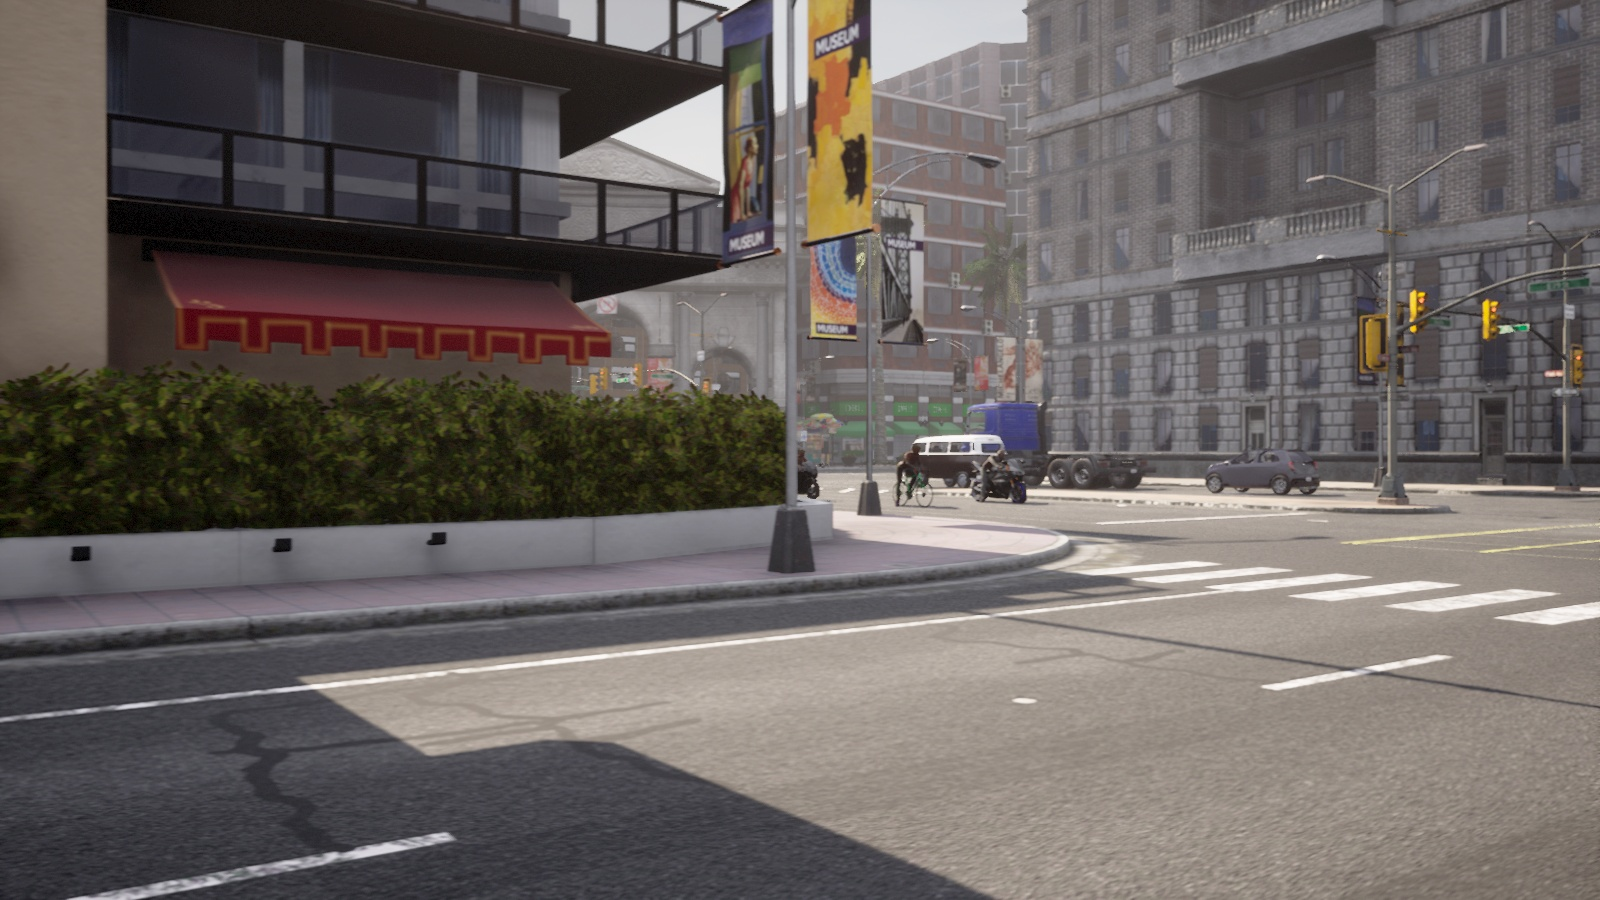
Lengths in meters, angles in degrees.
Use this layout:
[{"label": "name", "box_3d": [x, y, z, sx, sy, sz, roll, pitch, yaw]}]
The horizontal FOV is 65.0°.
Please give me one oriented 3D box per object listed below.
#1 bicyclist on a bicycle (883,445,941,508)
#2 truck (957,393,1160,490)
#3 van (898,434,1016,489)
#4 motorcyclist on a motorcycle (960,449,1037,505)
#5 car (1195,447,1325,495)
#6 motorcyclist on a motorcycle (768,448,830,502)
[{"label": "bicyclist on a bicycle", "box_3d": [2.901, 0.671, 32.754, 0.582, 1.620, 1.656, 0, 0, -35]}, {"label": "truck", "box_3d": [9.894, -0.310, 49.047, 2.891, 3.462, 7.936, 0, 0, -35]}, {"label": "van", "box_3d": [6.006, 0.418, 48.529, 2.069, 2.038, 4.480, 0, 0, -34]}, {"label": "motorcyclist on a motorcycle", "box_3d": [5.529, 0.737, 35.111, 0.866, 1.530, 2.191, 0, 0, -35]}, {"label": "car", "box_3d": [15.129, 0.656, 41.445, 1.845, 1.501, 3.633, 0, 0, -35]}, {"label": "motorcyclist on a motorcycle", "box_3d": [-0.036, 0.717, 37.024, 0.797, 1.523, 2.044, 0, 0, -35]}]
